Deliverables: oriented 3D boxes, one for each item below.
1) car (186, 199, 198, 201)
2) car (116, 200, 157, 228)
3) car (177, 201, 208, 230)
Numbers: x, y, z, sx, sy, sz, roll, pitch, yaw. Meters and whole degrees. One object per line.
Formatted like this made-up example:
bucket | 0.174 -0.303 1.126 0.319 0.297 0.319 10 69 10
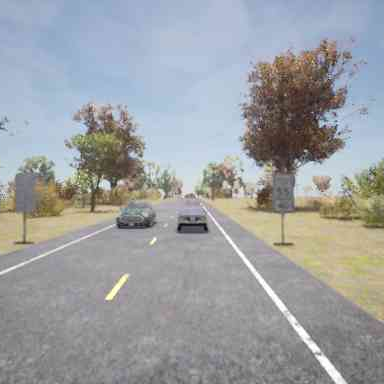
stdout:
car | 0.092 1.570 43.016 1.994 1.385 4.181 0 0 0
car | -3.570 1.334 21.950 2.097 1.767 4.553 0 0 0
car | 0.057 1.530 20.937 2.033 1.411 5.357 0 0 1
